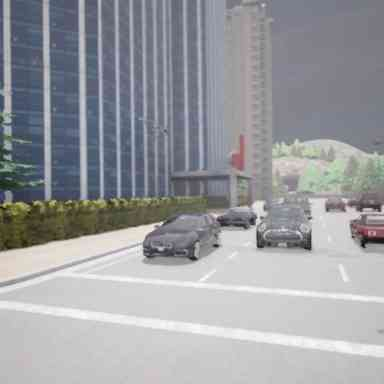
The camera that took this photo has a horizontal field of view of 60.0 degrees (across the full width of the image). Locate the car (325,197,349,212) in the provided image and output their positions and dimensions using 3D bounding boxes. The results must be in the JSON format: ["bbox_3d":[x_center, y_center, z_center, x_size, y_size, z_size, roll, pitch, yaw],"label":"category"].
[{"bbox_3d":[17.265,1.396,40.257,2.097,1.767,4.553,-1,-1,20],"label":"car"}]

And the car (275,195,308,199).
[{"bbox_3d":[7.663,1.283,24.410,2.150,2.045,5.566,-1,-1,20],"label":"car"}]

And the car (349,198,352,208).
[{"bbox_3d":[23.601,1.488,47.864,1.882,1.535,5.008,-1,-1,20],"label":"car"}]

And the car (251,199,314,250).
[{"bbox_3d":[4.114,1.385,14.494,2.097,1.767,4.553,-1,-1,20],"label":"car"}]

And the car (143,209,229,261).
[{"bbox_3d":[-0.172,1.590,12.893,1.837,1.490,4.892,-1,-1,20],"label":"car"}]

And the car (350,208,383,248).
[{"bbox_3d":[8.033,1.572,14.356,1.895,1.301,4.718,-1,-1,19],"label":"car"}]

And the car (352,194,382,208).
[{"bbox_3d":[20.083,1.203,37.925,2.150,2.045,5.566,-1,-1,21],"label":"car"}]

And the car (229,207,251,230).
[{"bbox_3d":[3.107,1.712,22.050,1.895,1.301,4.718,-1,0,20],"label":"car"}]

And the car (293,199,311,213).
[{"bbox_3d":[13.040,1.579,39.311,1.882,1.535,5.008,-1,-1,20],"label":"car"}]
